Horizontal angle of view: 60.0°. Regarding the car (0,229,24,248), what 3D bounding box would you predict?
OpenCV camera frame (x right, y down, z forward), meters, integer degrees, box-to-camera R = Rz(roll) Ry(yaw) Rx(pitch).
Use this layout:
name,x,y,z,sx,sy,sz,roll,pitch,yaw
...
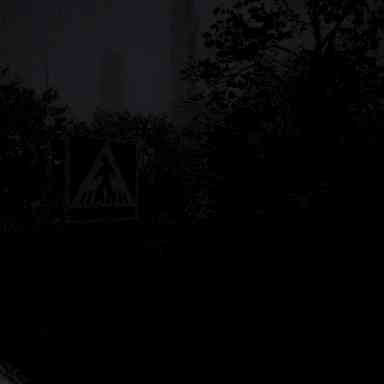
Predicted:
name,x,y,z,sx,sy,sz,roll,pitch,yaw
car,-12.979,2.862,20.324,4.892,1.521,2.231,1,-5,-42
